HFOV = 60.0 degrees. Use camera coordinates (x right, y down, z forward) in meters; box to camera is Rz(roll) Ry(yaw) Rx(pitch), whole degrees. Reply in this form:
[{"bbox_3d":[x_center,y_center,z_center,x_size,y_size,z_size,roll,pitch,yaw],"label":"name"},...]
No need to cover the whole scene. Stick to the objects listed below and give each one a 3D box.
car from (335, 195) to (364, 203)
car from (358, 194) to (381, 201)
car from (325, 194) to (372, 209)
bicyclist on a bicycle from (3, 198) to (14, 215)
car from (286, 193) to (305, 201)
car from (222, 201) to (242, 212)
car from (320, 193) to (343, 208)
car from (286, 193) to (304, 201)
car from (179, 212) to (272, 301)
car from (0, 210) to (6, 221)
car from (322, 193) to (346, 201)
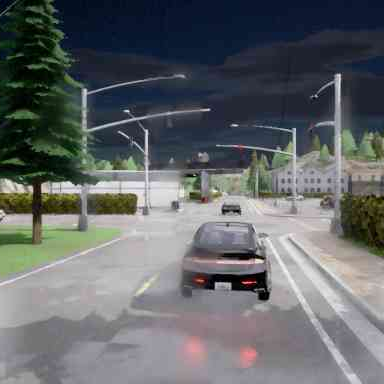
[{"bbox_3d":[29.393,1.298,62.291,4.514,1.523,2.007,0,0,8],"label":"car"},{"bbox_3d":[42.713,1.298,80.006,4.514,1.523,2.007,0,0,8],"label":"car"},{"bbox_3d":[18.325,1.340,38.627,4.514,1.523,2.007,0,0,8],"label":"car"},{"bbox_3d":[-17.932,1.453,32.567,0.582,1.620,1.656,0,0,7],"label":"bicyclist on a bicycle"},{"bbox_3d":[24.500,1.077,78.878,3.866,1.878,1.905,0,0,8],"label":"car"},{"bbox_3d":[4.199,1.601,34.484,1.895,1.301,4.718,0,0,9],"label":"car"},{"bbox_3d":[18.710,1.330,41.740,5.027,1.636,2.152,0,0,8],"label":"car"},{"bbox_3d":[23.431,1.361,75.671,3.806,1.475,1.970,0,0,8],"label":"car"},{"bbox_3d":[0.893,1.492,8.427,2.128,1.511,4.902,0,0,8],"label":"car"},{"bbox_3d":[-16.558,1.526,25.230,4.674,1.442,1.812,0,0,8],"label":"car"},{"bbox_3d":[31.833,1.097,74.527,4.605,1.855,1.932,0,0,8],"label":"car"}]
